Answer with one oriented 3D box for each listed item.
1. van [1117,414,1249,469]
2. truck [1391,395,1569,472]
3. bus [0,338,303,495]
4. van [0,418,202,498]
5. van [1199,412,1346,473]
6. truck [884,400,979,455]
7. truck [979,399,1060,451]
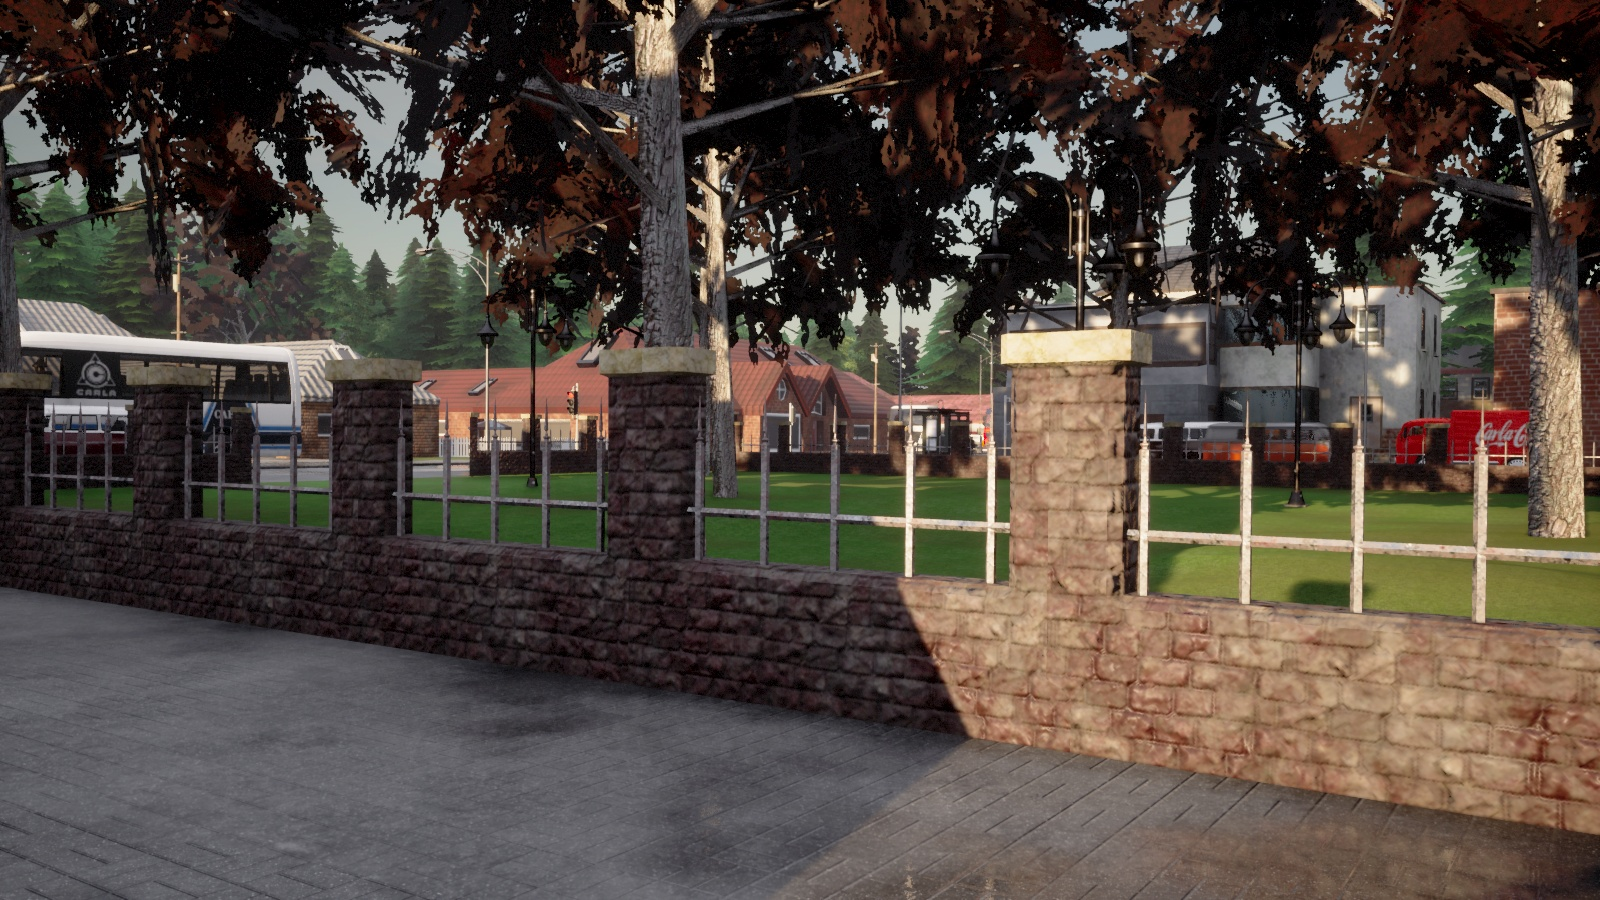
[{"bbox_3d":[14.833,-0.345,48.741,4.480,2.038,2.069,0,1,34],"label":"van"},{"bbox_3d":[23.320,-0.555,43.110,5.204,2.467,2.627,0,1,32],"label":"truck"},{"bbox_3d":[-21.067,-0.982,38.613,3.944,4.253,10.273,0,1,33],"label":"bus"},{"bbox_3d":[-19.074,0.159,34.308,2.069,2.038,4.480,0,1,33],"label":"van"},{"bbox_3d":[16.166,-0.249,43.049,4.442,1.987,1.775,0,1,33],"label":"van"},{"bbox_3d":[8.861,-1.473,83.592,2.891,3.462,7.936,0,1,34],"label":"truck"},{"bbox_3d":[16.784,-1.889,95.505,2.891,3.827,8.468,0,1,34],"label":"truck"}]
